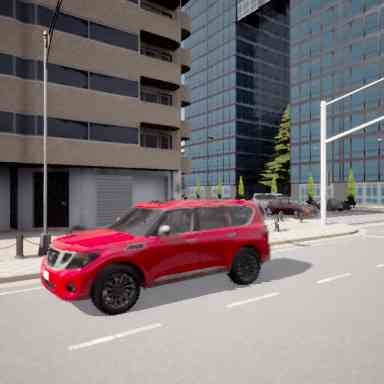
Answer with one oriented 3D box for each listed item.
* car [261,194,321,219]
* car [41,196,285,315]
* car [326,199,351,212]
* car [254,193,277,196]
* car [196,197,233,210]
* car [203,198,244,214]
[{"bbox_3d":[8.557,1.297,28.717,2.097,1.767,4.553,0,0,-35],"label":"car"},{"bbox_3d":[-0.519,1.221,7.930,5.566,2.045,2.150,0,0,-36],"label":"car"},{"bbox_3d":[15.077,1.492,37.540,2.033,1.411,5.357,0,0,-31],"label":"car"},{"bbox_3d":[8.635,1.166,34.637,2.150,2.045,5.566,0,0,-36],"label":"car"},{"bbox_3d":[2.797,1.436,42.877,2.128,1.511,4.902,0,0,-35],"label":"car"},{"bbox_3d":[3.352,1.470,36.029,1.812,1.442,4.674,0,0,-35],"label":"car"}]
